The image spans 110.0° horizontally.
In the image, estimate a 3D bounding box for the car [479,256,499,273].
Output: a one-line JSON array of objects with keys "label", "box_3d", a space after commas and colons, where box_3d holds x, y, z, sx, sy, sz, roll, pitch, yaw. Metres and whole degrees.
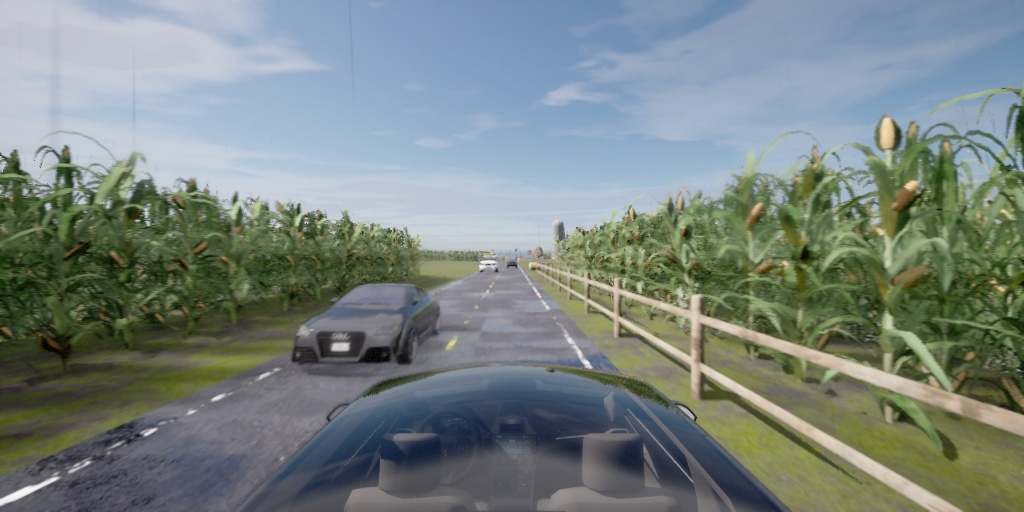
[{"label": "car", "box_3d": [-2.822, 0.992, 44.676, 2.150, 2.045, 5.566, 0, 0, 0]}]

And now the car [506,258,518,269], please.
[{"label": "car", "box_3d": [0.006, 1.292, 58.089, 1.837, 1.490, 4.892, 0, 0, 0]}]

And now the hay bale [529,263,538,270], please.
[{"label": "hay bale", "box_3d": [3.130, 1.432, 51.334, 1.220, 1.180, 1.240, 0, 0, 0]}]

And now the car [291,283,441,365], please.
[{"label": "car", "box_3d": [-2.842, 1.312, 7.909, 1.994, 1.385, 4.181, 0, 0, -1]}]
